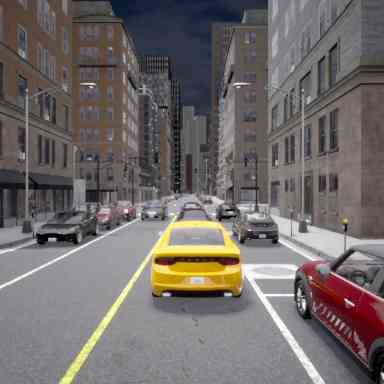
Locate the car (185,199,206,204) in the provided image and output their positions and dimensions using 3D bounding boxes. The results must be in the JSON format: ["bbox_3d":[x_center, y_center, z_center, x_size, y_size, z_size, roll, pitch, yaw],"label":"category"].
[{"bbox_3d":[0.012,1.529,26.396,1.812,1.442,4.674,0,0,2],"label":"car"}]

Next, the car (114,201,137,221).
[{"bbox_3d":[-5.657,1.443,26.671,1.967,1.590,4.097,0,0,0],"label":"car"}]

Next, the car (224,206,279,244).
[{"bbox_3d":[2.863,1.552,15.664,2.008,1.369,4.403,0,0,0],"label":"car"}]

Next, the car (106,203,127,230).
[{"bbox_3d":[-5.660,1.584,21.170,1.802,1.307,4.206,0,0,0],"label":"car"}]

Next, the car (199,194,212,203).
[{"bbox_3d":[2.919,1.484,63.757,1.967,1.590,4.097,0,0,0],"label":"car"}]

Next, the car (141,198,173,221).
[{"bbox_3d":[-2.990,1.498,27.189,2.128,1.511,4.902,0,0,0],"label":"car"}]

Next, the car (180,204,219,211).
[{"bbox_3d":[0.115,1.565,17.585,1.994,1.385,4.181,0,0,0],"label":"car"}]

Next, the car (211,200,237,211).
[{"bbox_3d":[2.868,1.569,26.667,1.947,1.339,4.313,0,0,0],"label":"car"}]

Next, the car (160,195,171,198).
[{"bbox_3d":[-5.605,1.626,63.774,1.802,1.307,4.206,0,0,0],"label":"car"}]

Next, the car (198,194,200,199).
[{"bbox_3d":[2.945,1.616,74.575,2.008,1.369,4.403,0,0,0],"label":"car"}]

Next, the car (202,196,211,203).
[{"bbox_3d":[2.932,1.579,69.336,1.752,1.417,4.829,0,0,0],"label":"car"}]

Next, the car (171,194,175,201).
[{"bbox_3d":[-5.580,1.616,74.591,2.008,1.369,4.403,0,0,0],"label":"car"}]

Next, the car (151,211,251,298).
[{"bbox_3d":[0.098,1.478,8.591,1.882,1.535,5.008,0,0,0],"label":"car"}]

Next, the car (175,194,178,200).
[{"bbox_3d":[-5.544,1.637,90.647,1.752,1.417,4.829,0,0,0],"label":"car"}]

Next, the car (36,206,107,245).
[{"bbox_3d":[-5.662,1.567,15.668,1.947,1.339,4.313,0,0,0],"label":"car"}]

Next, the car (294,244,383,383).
[{"bbox_3d":[2.858,1.440,4.662,1.967,1.590,4.097,0,0,0],"label":"car"}]
